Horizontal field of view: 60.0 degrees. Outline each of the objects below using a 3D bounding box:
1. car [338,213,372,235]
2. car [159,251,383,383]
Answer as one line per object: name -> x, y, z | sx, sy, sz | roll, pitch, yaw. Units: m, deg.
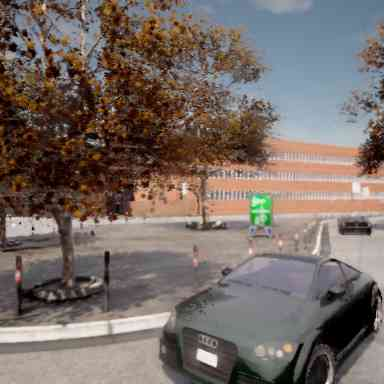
car -> 11.047, 2.153, 22.755 | 1.895, 1.301, 4.718 | -1, -2, 22
car -> 1.488, 1.684, 5.188 | 1.994, 1.385, 4.181 | -1, -2, 42
